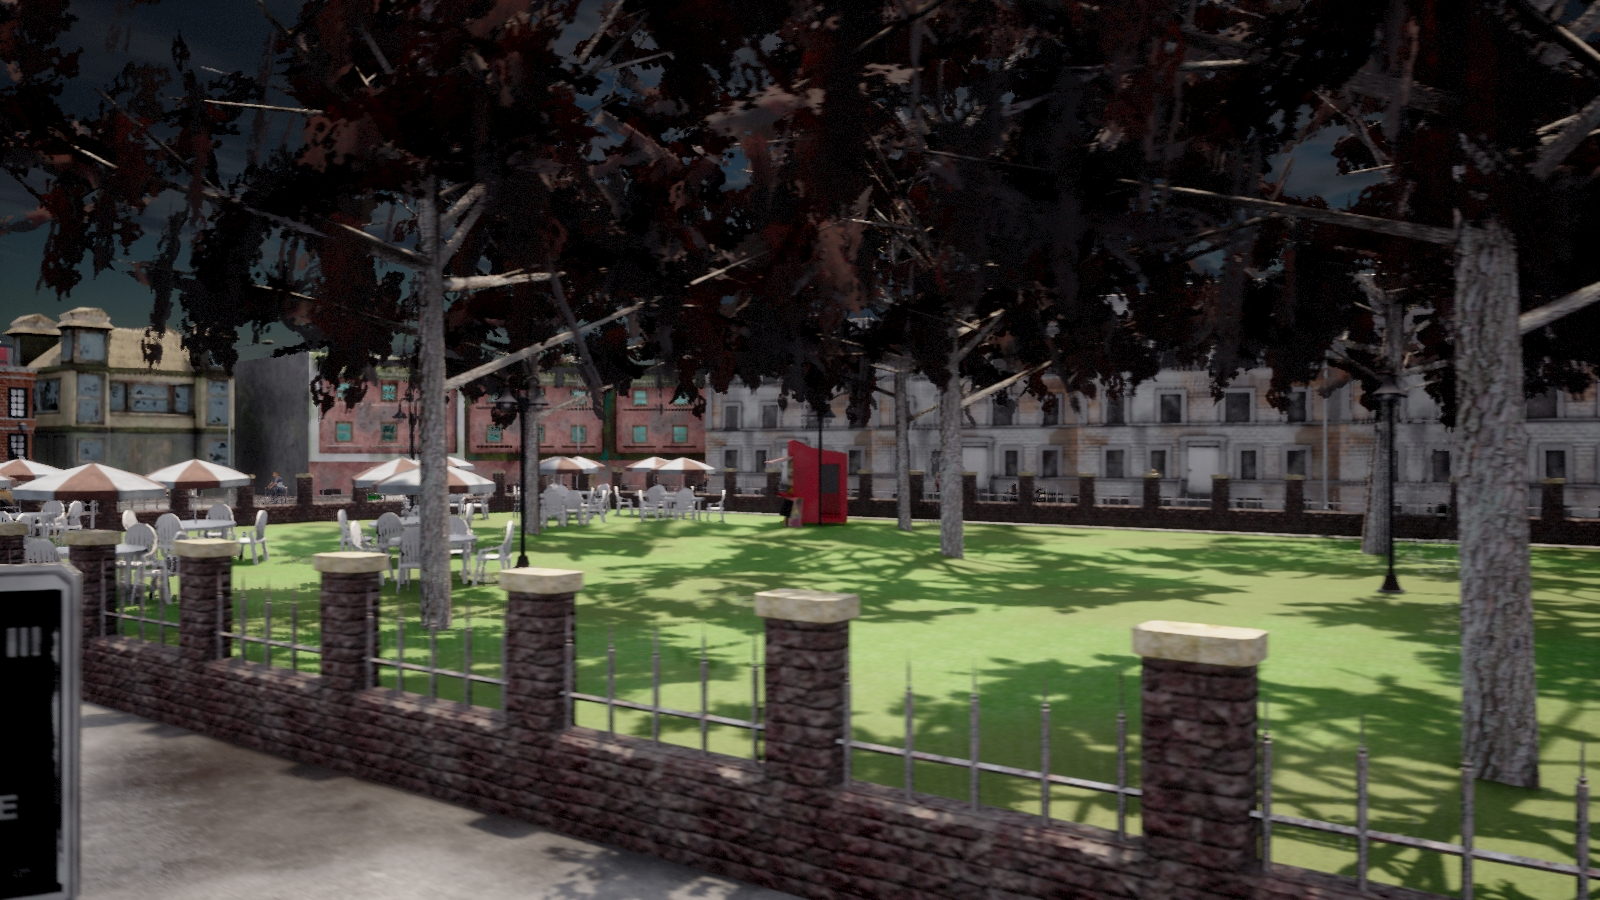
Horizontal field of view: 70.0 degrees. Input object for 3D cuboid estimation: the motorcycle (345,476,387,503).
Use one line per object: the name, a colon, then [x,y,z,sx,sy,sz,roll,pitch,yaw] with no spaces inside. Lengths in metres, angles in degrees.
motorcycle: [-21.478,1.958,56.576,0.856,1.236,1.805,0,0,36]

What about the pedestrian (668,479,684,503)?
pedestrian: [-5.779,1.900,53.255,0.500,1.100,0.500,0,0,33]

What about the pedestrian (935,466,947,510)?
pedestrian: [6.048,1.626,49.105,0.375,1.860,0.375,0,0,35]

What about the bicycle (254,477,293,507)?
bicycle: [-24.255,1.932,52.645,0.373,1.296,1.643,0,0,35]

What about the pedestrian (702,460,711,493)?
pedestrian: [-5.407,1.537,65.910,0.375,1.860,0.375,0,0,19]

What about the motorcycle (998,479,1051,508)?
motorcycle: [10.293,1.983,52.444,2.209,1.251,0.867,0,0,35]

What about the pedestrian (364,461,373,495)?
pedestrian: [-23.826,1.522,63.098,0.375,1.860,0.375,0,0,-44]
